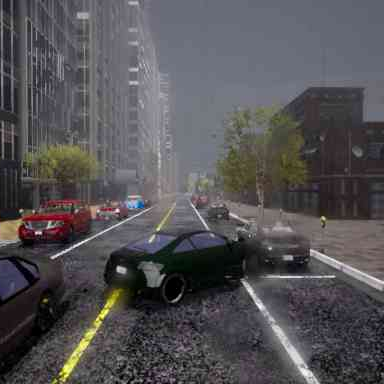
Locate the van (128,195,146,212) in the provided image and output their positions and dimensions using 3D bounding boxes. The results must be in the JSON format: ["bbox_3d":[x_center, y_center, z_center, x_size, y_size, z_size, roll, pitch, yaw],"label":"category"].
[{"bbox_3d":[-6.707,1.329,38.636,1.690,1.788,3.998,-1,0,-2],"label":"van"}]

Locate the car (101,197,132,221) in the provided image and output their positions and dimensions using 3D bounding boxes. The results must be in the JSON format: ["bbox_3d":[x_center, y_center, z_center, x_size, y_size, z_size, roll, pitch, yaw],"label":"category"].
[{"bbox_3d":[-6.401,1.432,26.843,1.967,1.590,4.097,-1,0,-2],"label":"car"}]

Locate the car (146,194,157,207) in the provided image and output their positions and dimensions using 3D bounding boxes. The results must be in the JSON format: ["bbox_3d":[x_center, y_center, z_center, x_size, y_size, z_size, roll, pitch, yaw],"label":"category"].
[{"bbox_3d":[-7.003,1.299,49.701,2.192,1.841,5.009,-1,0,-2],"label":"car"}]

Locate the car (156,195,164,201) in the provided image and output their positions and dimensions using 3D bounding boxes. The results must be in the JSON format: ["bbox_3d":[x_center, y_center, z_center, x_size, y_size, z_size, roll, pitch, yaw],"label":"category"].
[{"bbox_3d":[-7.883,1.497,82.729,1.752,1.417,4.829,-1,0,-2],"label":"car"}]

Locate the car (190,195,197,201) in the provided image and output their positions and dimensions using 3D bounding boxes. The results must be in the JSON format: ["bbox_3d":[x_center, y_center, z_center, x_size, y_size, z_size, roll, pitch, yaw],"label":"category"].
[{"bbox_3d":[0.343,1.551,88.643,1.802,1.307,4.206,-1,0,-2],"label":"car"}]

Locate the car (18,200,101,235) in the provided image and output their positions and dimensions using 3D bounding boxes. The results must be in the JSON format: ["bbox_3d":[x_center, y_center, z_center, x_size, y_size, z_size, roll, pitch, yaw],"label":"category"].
[{"bbox_3d":[-6.197,1.310,15.775,2.192,1.841,5.009,-1,0,-2],"label":"car"}]

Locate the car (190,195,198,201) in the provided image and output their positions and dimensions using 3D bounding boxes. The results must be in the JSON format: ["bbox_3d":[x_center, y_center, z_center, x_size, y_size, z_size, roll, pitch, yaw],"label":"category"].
[{"bbox_3d":[0.490,1.537,83.111,1.947,1.339,4.313,-1,0,-2],"label":"car"}]

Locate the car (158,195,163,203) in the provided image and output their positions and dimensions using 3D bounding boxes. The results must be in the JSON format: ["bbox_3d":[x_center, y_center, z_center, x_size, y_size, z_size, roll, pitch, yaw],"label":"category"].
[{"bbox_3d":[-7.443,1.522,66.300,1.887,1.381,4.507,-1,0,-2],"label":"car"}]

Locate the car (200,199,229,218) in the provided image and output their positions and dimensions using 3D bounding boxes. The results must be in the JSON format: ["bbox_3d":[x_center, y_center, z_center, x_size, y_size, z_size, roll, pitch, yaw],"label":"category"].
[{"bbox_3d":[2.001,1.543,27.051,2.008,1.369,4.403,-1,0,-2],"label":"car"}]

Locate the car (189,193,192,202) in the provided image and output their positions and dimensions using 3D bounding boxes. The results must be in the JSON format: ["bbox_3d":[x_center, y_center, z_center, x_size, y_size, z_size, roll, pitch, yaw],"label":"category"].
[{"bbox_3d":[0.783,1.291,72.046,2.192,1.841,5.009,-1,0,-2],"label":"car"}]

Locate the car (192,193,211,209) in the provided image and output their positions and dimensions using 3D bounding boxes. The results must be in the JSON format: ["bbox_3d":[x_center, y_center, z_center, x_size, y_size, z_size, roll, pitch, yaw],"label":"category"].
[{"bbox_3d":[1.522,1.301,44.383,2.192,1.841,5.009,-1,0,-2],"label":"car"}]

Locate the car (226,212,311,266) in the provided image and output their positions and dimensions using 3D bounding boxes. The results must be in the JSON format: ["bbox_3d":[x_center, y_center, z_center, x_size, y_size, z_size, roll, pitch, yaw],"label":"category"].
[{"bbox_3d":[2.543,1.548,11.192,2.008,1.369,4.403,-1,0,-2],"label":"car"}]

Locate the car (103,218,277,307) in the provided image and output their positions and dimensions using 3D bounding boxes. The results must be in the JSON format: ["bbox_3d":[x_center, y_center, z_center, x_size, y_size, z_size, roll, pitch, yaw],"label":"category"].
[{"bbox_3d":[0.005,1.557,8.142,4.181,1.385,1.994,0,0,-44],"label":"car"}]

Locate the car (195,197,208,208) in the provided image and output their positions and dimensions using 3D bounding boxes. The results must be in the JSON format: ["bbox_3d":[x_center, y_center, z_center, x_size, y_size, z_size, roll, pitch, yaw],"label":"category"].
[{"bbox_3d":[1.374,1.509,50.086,1.752,1.417,4.829,-1,0,-2],"label":"car"}]

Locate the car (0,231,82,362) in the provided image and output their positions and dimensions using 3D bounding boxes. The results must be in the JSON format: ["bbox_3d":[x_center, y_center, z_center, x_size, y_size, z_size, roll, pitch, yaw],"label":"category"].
[{"bbox_3d":[-3.173,1.546,3.947,2.033,1.411,5.357,0,0,-2],"label":"car"}]
